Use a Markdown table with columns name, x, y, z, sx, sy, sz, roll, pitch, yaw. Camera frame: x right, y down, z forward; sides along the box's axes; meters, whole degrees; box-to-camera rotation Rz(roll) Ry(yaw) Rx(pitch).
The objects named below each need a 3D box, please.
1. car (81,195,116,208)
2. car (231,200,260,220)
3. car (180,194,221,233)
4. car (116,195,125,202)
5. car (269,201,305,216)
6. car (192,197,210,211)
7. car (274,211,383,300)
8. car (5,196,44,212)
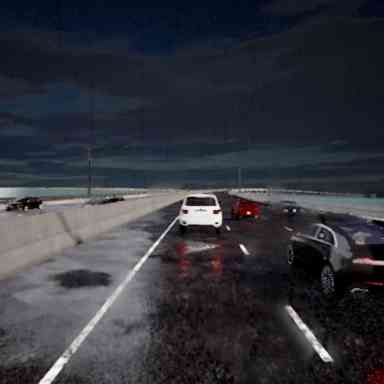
| name | x | y | z | sx | sy | sz | roll | pitch | yaw |
| --- | --- | --- | --- | --- | --- | --- | --- | --- | --- |
| car | -9.779 | 1.236 | 34.196 | 2.128 | 1.511 | 4.902 | 0 | 0 | 2 |
| car | 4.195 | 1.345 | 26.586 | 1.882 | 1.535 | 5.008 | 0 | 0 | 2 |
| car | 0.486 | 1.117 | 19.018 | 2.150 | 2.045 | 5.566 | 0 | 1 | 1 |
| car | -12.461 | 1.197 | 55.461 | 1.895 | 1.301 | 4.718 | 0 | 0 | -1 |
| car | 7.713 | 1.430 | 27.300 | 2.033 | 1.411 | 5.357 | 0 | 0 | 2 |
| car | 1.065 | 1.321 | 38.969 | 2.033 | 1.411 | 5.357 | 0 | 0 | 2 |
| car | 3.742 | 1.465 | 8.254 | 2.128 | 1.511 | 4.902 | 0 | 0 | 1 |
| car | -16.800 | 1.214 | 33.614 | 1.837 | 1.490 | 4.892 | 0 | 1 | 2 |
